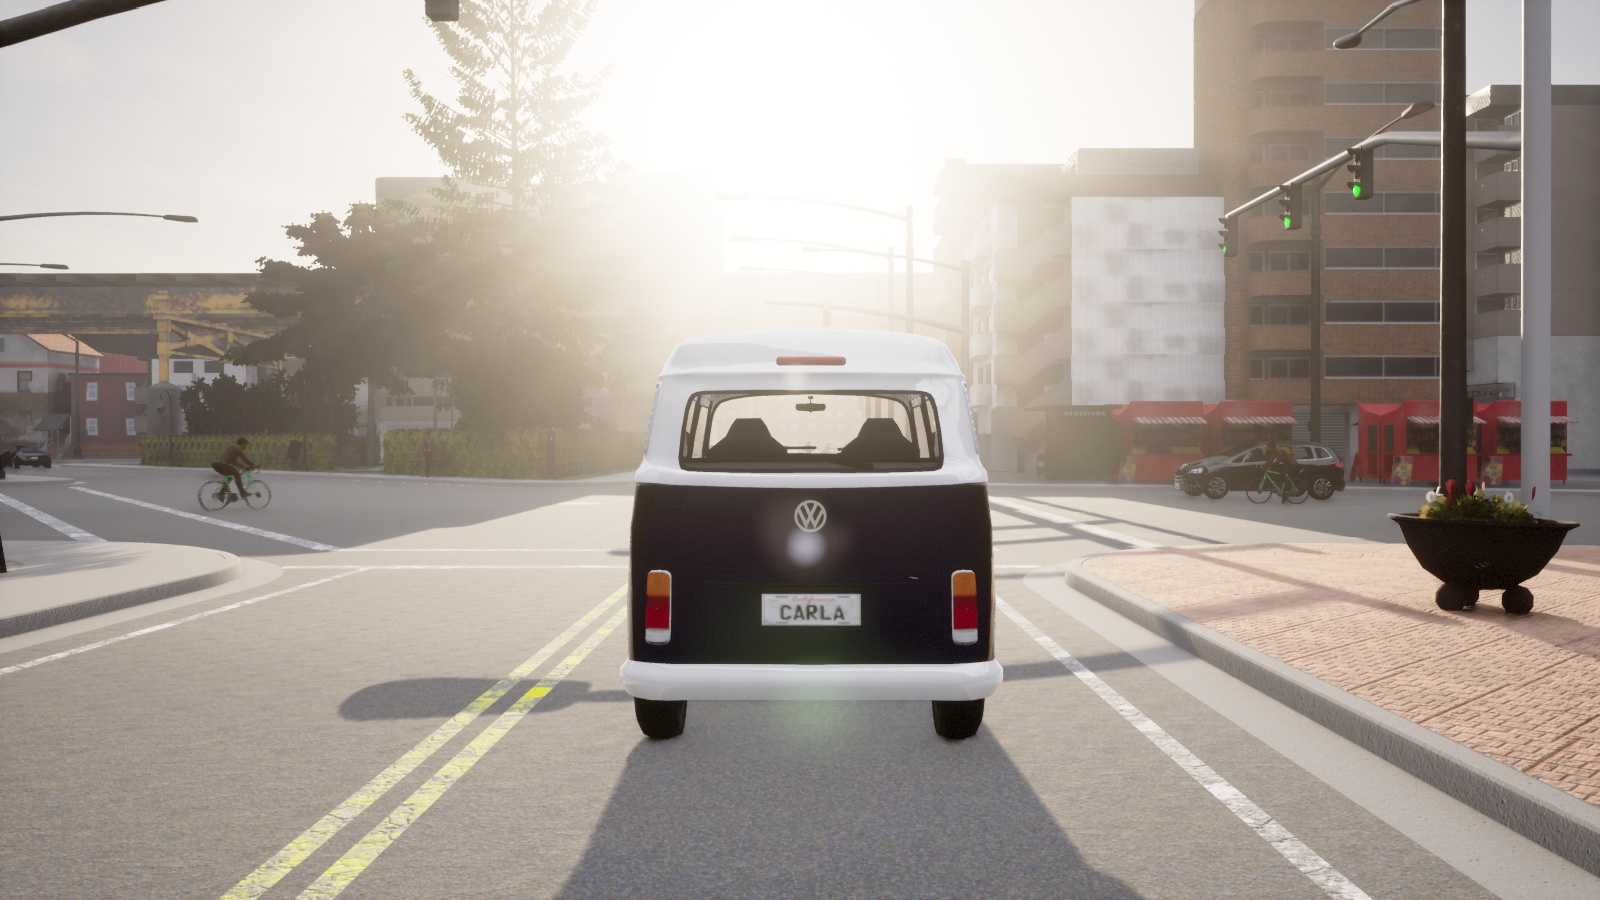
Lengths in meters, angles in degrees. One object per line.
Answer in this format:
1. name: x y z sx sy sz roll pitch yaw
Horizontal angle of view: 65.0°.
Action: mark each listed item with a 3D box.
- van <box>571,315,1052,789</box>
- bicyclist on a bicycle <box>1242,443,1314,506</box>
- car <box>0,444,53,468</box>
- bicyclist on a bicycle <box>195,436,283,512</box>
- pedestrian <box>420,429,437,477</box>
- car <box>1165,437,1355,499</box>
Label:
1. van: 0.066 0.427 7.651 2.069 2.038 4.480 0 0 0
2. bicyclist on a bicycle: 12.392 0.626 32.583 1.656 1.620 0.582 0 0 0
3. car: -46.650 0.346 75.544 4.181 1.385 1.994 0 0 45
4. bicyclist on a bicycle: -12.389 0.532 27.767 0.582 1.620 1.656 -3 -2 40
5. pedestrian: -14.278 0.112 48.261 0.328 1.805 0.869 0 0 -36
6. car: 13.121 0.503 36.080 4.611 1.667 2.242 1 0 0
